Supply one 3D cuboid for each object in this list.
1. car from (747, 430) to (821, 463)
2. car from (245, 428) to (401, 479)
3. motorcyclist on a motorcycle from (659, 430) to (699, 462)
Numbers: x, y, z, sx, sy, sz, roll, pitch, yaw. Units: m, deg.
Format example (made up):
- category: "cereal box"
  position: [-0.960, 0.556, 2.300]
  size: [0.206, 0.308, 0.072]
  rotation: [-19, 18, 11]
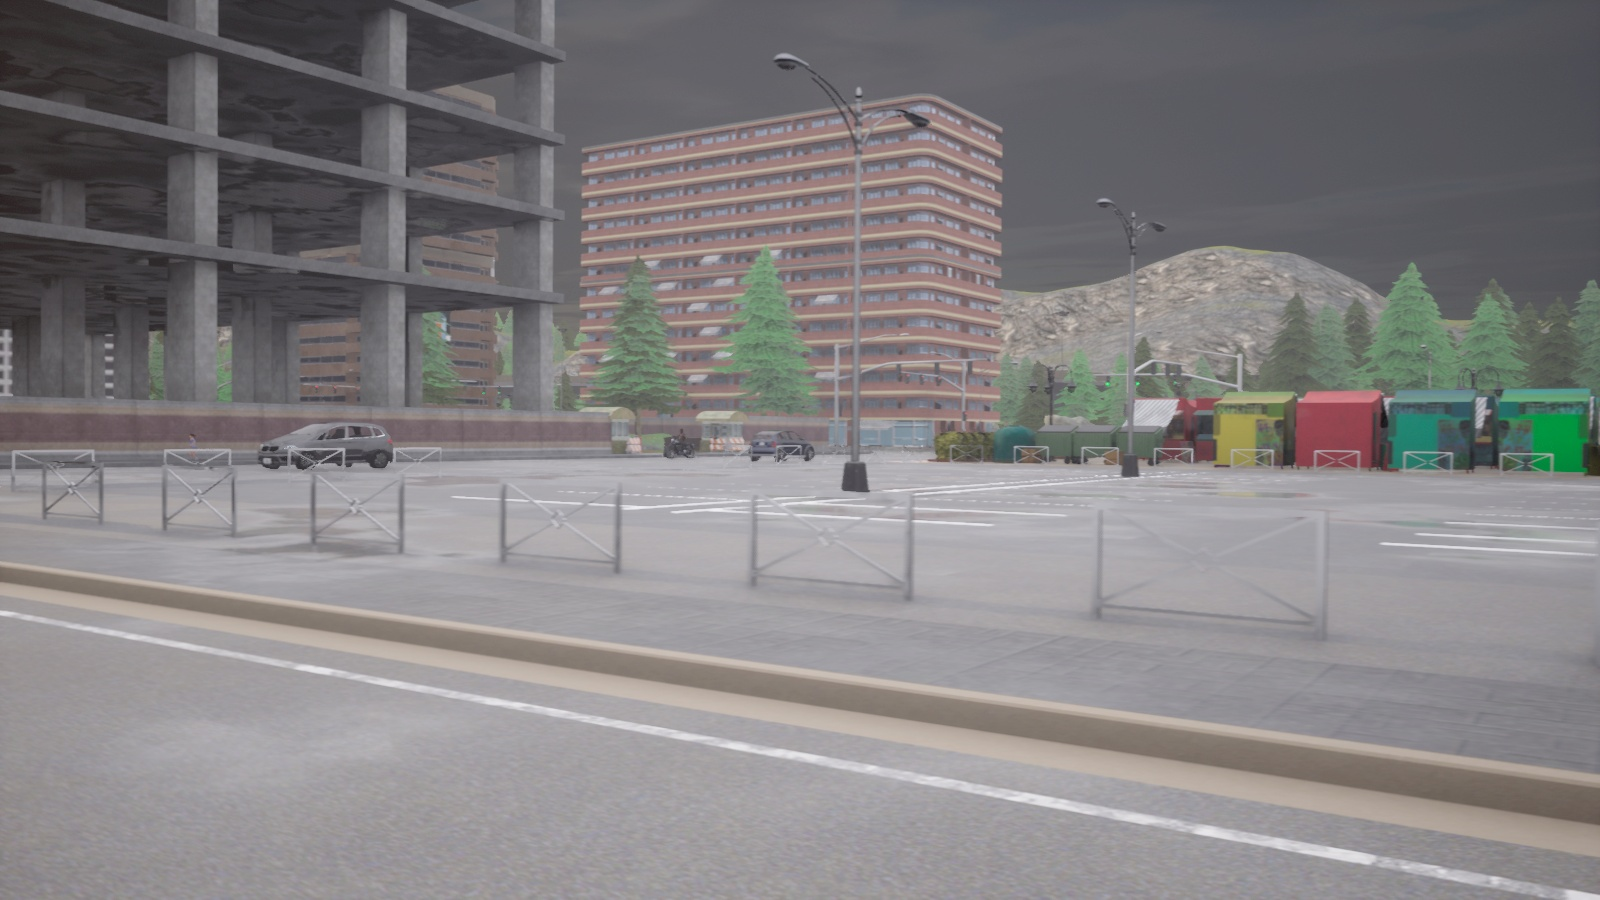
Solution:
- category: "car"
  position: [-0.743, -0.175, 61.245]
  size: [1.789, 1.549, 3.705]
  rotation: [0, 1, 33]
- category: "car"
  position: [-16.505, 0.073, 43.699]
  size: [2.242, 1.667, 4.611]
  rotation: [0, 1, 33]
- category: "motorcyclist on a motorcycle"
  position: [-6.297, -0.211, 65.538]
  size: [0.766, 1.649, 2.350]
  rotation: [0, 1, 33]
